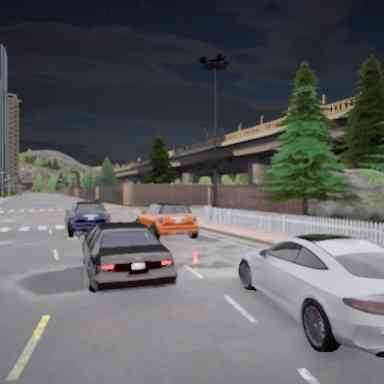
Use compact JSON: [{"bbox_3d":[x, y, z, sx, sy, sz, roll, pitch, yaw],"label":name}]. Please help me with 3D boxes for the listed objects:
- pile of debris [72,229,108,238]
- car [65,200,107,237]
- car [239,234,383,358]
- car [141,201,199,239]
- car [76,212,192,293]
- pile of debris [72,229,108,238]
[{"bbox_3d":[-5.237,2.108,16.952,1.500,0.140,1.860,0,0,-24],"label":"pile of debris"},{"bbox_3d":[-5.709,1.280,18.058,2.097,1.767,4.553,0,0,-23],"label":"car"},{"bbox_3d":[2.353,1.494,6.062,1.812,1.442,4.674,0,0,-10],"label":"car"},{"bbox_3d":[-1.376,1.280,16.640,2.097,1.767,4.553,0,0,-22],"label":"car"},{"bbox_3d":[-1.923,1.510,8.959,2.033,1.411,5.357,0,0,-20],"label":"car"},{"bbox_3d":[-5.237,2.108,16.952,1.500,0.140,1.860,0,0,-24],"label":"pile of debris"}]
